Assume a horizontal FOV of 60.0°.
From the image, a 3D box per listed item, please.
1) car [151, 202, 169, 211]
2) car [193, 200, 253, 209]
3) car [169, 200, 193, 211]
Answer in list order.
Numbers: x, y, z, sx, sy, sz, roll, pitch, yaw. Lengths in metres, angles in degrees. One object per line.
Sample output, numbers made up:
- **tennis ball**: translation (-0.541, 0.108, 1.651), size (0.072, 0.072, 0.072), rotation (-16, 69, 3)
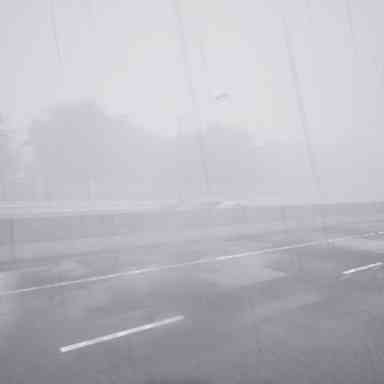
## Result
- **car**: translation (-1.365, 1.411, 28.808), size (4.674, 1.442, 1.812), rotation (0, 0, -35)
- **car**: translation (2.665, 1.412, 23.085), size (4.674, 1.442, 1.812), rotation (0, 0, -35)
- **car**: translation (0.978, 1.388, 26.181), size (4.892, 1.490, 1.837), rotation (0, 0, -35)
